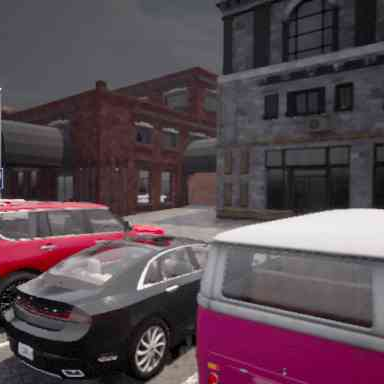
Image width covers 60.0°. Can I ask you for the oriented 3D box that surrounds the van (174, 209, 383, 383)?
[{"bbox_3d":[1.916,1.254,4.132,1.878,1.987,4.442,0,0,35],"label":"van"}]

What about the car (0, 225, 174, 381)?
[{"bbox_3d":[-0.429,1.476,5.633,2.231,1.521,4.892,0,0,35],"label":"car"}]

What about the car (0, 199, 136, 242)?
[{"bbox_3d":[-2.778,1.218,7.336,2.435,2.045,5.566,0,0,35],"label":"car"}]
